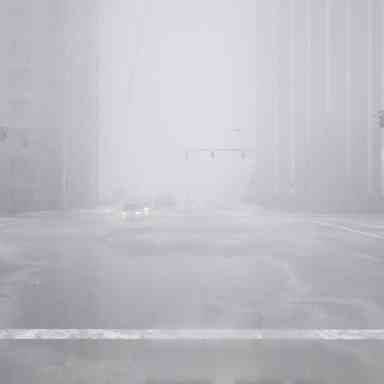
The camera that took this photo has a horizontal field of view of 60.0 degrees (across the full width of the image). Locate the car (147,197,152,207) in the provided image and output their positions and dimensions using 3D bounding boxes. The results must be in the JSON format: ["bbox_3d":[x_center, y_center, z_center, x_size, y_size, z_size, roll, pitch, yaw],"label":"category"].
[{"bbox_3d":[-7.152,1.491,50.696,2.128,1.511,4.902,0,0,0],"label":"car"}]

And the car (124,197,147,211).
[{"bbox_3d":[-7.151,1.478,41.209,1.882,1.535,5.008,0,0,0],"label":"car"}]

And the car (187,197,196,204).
[{"bbox_3d":[-0.083,1.601,65.498,1.895,1.301,4.718,0,0,0],"label":"car"}]

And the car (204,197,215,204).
[{"bbox_3d":[3.417,1.601,64.963,1.895,1.301,4.718,0,0,0],"label":"car"}]

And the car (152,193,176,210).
[{"bbox_3d":[-3.655,1.221,44.304,2.150,2.045,5.566,0,0,0],"label":"car"}]

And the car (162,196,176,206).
[{"bbox_3d":[-3.649,1.478,54.300,1.882,1.535,5.008,0,0,0],"label":"car"}]
